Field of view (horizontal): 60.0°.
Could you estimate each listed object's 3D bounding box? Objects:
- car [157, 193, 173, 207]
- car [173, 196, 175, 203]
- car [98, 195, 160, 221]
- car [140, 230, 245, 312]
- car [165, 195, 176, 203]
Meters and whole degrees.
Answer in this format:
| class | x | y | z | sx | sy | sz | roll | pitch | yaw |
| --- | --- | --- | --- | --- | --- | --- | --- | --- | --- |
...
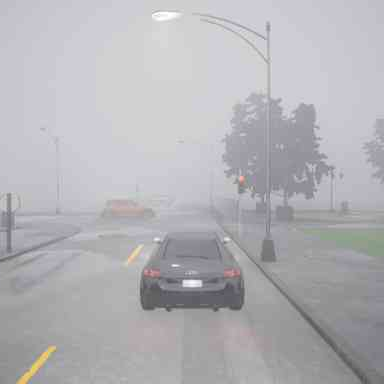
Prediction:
| class | x | y | z | sx | sy | sz | roll | pitch | yaw |
| --- | --- | --- | --- | --- | --- | --- | --- | --- | --- |
| car | -4.511 | 1.221 | 51.016 | 2.150 | 2.045 | 5.566 | 0 | 0 | -1 |
| car | -4.557 | 1.547 | 61.267 | 2.033 | 1.411 | 5.357 | 0 | 0 | 0 |
| car | -5.255 | 1.351 | 27.034 | 4.553 | 1.767 | 2.097 | 0 | 0 | -21 |
| car | 0.001 | 1.564 | 7.801 | 1.994 | 1.385 | 4.181 | 0 | 0 | 0 |
| car | -4.577 | 1.525 | 71.510 | 2.128 | 1.511 | 4.902 | 0 | 0 | 0 |
